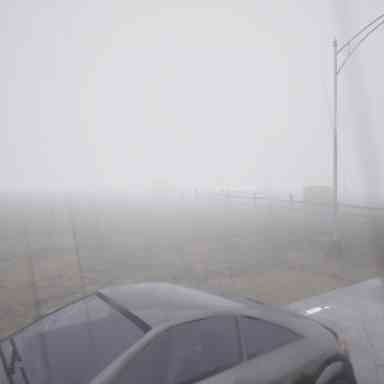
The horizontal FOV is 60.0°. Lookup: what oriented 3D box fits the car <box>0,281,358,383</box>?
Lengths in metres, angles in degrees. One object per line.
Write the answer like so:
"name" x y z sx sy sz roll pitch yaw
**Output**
"car" -0.501 1.564 2.716 4.181 1.385 1.994 0 0 -36
